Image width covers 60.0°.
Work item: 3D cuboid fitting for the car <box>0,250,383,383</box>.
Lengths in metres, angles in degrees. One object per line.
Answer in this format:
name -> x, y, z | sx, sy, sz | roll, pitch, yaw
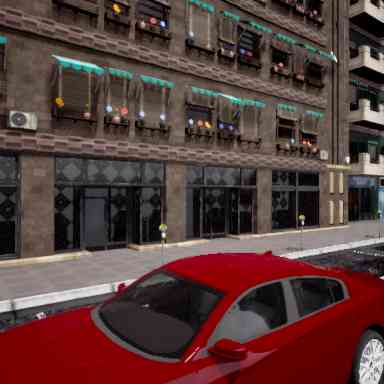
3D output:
car -> 0.271, 1.478, 3.577 | 5.008, 1.535, 1.882 | 0, 0, -36
